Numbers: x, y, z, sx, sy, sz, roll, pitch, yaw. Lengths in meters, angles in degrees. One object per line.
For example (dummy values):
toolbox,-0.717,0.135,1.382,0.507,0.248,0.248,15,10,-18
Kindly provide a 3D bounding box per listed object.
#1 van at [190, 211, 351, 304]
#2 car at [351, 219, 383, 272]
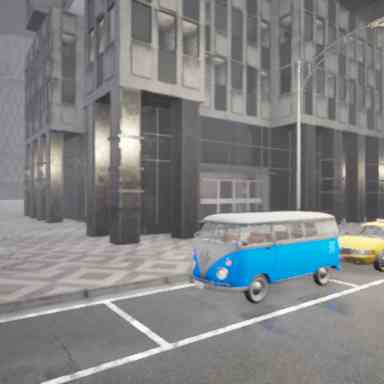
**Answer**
van,1.858,1.382,7.978,3.998,1.788,1.690,0,0,-36
car,6.279,1.603,11.131,4.829,1.417,1.752,0,0,-36
